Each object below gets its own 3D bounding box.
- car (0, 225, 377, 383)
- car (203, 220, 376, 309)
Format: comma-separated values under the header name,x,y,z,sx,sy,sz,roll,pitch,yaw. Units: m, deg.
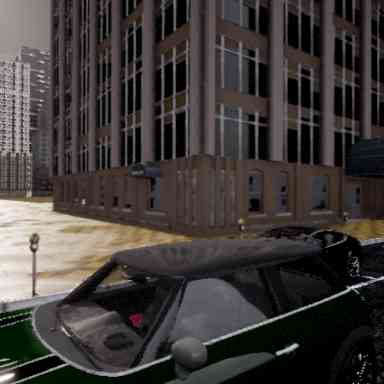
name,x,y,z,sx,sy,sz,roll,pitch,yaw
car,-0.235,1.349,3.213,4.553,1.767,2.097,0,0,-36
car,2.587,1.554,8.400,4.313,1.339,1.947,0,1,-36
